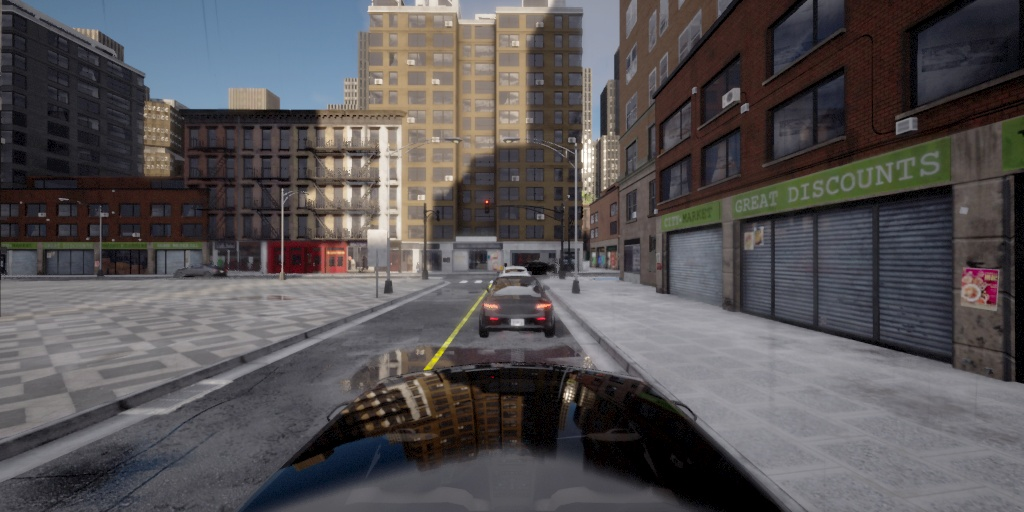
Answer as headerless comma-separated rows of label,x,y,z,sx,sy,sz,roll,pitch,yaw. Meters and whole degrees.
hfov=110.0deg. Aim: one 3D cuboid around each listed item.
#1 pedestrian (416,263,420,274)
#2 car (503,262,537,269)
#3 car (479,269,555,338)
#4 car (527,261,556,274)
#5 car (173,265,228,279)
pedestrian,-10.050,0.969,38.287,0.375,1.860,0.375,0,0,-1
car,0.145,1.269,19.870,1.812,1.442,4.674,0,0,-1
car,0.119,1.274,10.089,1.812,1.442,4.674,0,0,0
car,1.754,1.198,33.524,5.008,1.535,1.882,-1,0,-24
car,-30.386,1.527,35.058,4.181,1.385,1.994,0,0,-1
